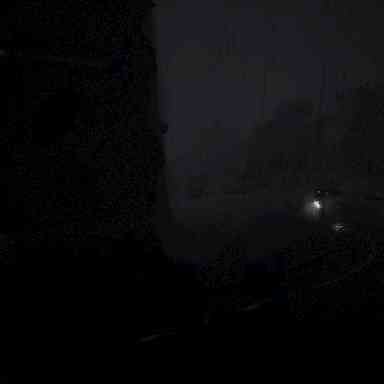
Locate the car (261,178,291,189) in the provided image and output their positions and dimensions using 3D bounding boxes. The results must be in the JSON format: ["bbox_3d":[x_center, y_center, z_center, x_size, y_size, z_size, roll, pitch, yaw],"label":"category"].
[{"bbox_3d":[12.762,-1.340,50.822,1.837,1.490,4.892,-8,1,-42],"label":"car"}]

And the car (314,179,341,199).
[{"bbox_3d":[12.044,-0.342,29.518,1.837,1.490,4.892,-5,3,24],"label":"car"}]

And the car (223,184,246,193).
[{"bbox_3d":[6.768,-0.556,54.001,1.994,1.385,4.181,-6,0,-31],"label":"car"}]
